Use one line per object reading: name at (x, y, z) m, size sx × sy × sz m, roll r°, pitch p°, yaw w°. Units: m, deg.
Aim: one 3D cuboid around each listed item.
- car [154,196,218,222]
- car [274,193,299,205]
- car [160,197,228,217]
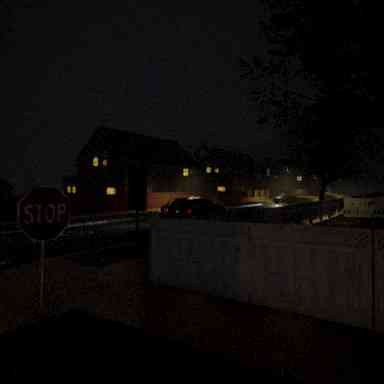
car at (-0.321, 1.114, 24.369) m, size 2.128 × 1.511 × 4.902 m, roll 2°, pitch 2°, yaw 35°
car at (11.731, 0.874, 41.366) m, size 1.994 × 1.385 × 4.181 m, roll 2°, pitch 2°, yaw 36°
car at (0.403, 1.106, 20.287) m, size 2.097 × 1.767 × 4.553 m, roll 2°, pitch 2°, yaw 35°
